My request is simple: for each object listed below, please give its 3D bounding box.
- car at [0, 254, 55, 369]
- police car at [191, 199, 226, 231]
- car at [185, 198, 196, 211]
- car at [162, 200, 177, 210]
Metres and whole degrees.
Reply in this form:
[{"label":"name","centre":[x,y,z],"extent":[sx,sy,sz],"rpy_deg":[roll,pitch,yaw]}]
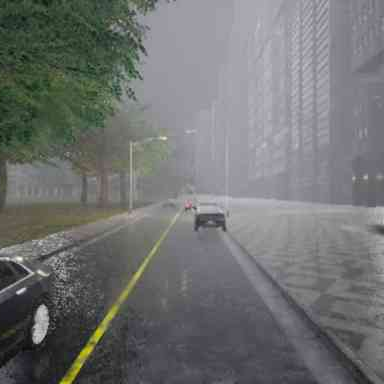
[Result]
[{"label":"car","centre":[-3.097,1.520,3.440],"extent":[1.837,1.490,4.892],"rpy_deg":[0,0,0]},{"label":"police car","centre":[1.057,1.506,21.184],"extent":[1.930,1.638,5.238],"rpy_deg":[0,0,0]},{"label":"car","centre":[0.055,1.733,42.654],"extent":[1.895,1.301,4.718],"rpy_deg":[0,0,1]},{"label":"car","centre":[-3.062,1.739,46.611],"extent":[1.895,1.301,4.718],"rpy_deg":[0,0,0]}]
